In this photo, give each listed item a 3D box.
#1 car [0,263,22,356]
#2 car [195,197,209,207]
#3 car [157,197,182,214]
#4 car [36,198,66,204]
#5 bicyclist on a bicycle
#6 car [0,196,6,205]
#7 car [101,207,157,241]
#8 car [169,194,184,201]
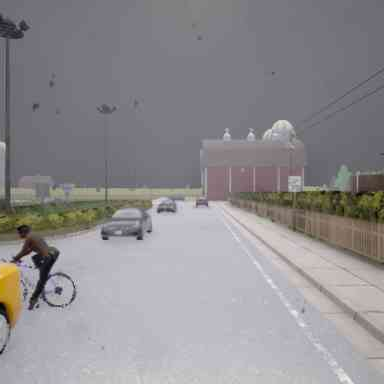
[{"bbox_3d":[-3.549,1.478,2.969,1.882,1.535,5.008,0,0,2],"label":"car"},{"bbox_3d":[1.529,1.505,50.914,1.837,1.490,4.892,0,0,2],"label":"car"},{"bbox_3d":[-2.549,1.548,35.301,2.033,1.411,5.357,0,0,2],"label":"car"},{"bbox_3d":[-19.014,1.555,45.282,1.837,1.490,4.892,0,0,22],"label":"car"},{"bbox_3d":[-3.056,1.454,6.401,1.656,1.620,0.582,-2,0,2],"label":"bicyclist on a bicycle"},{"bbox_3d":[-24.858,1.310,40.143,4.605,1.855,1.932,0,0,1],"label":"car"},{"bbox_3d":[-3.149,1.526,16.861,1.812,1.442,4.674,0,0,2],"label":"car"},{"bbox_3d":[-4.114,1.315,80.596,4.553,1.767,2.097,0,0,40],"label":"car"}]
